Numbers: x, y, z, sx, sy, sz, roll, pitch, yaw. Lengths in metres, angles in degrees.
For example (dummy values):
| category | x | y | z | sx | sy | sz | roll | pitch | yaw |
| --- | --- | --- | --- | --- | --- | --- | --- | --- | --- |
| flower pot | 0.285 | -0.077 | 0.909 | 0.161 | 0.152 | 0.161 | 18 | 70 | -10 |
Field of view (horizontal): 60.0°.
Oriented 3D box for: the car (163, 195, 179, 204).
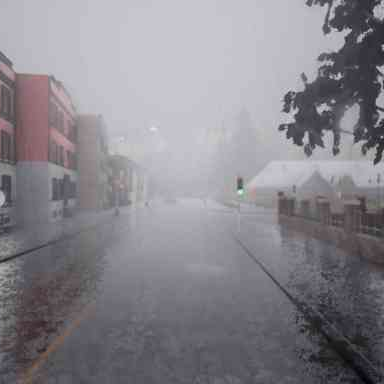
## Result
| category | x | y | z | sx | sy | sz | roll | pitch | yaw |
| --- | --- | --- | --- | --- | --- | --- | --- | --- | --- |
| car | -4.033 | 1.283 | 59.797 | 2.097 | 1.767 | 4.553 | 0 | 0 | 1 |

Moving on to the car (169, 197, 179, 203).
| category | x | y | z | sx | sy | sz | roll | pitch | yaw |
| --- | --- | --- | --- | --- | --- | --- | --- | --- | --- |
| car | -3.983 | 1.723 | 74.966 | 1.895 | 1.301 | 4.718 | 0 | 0 | 0 |
